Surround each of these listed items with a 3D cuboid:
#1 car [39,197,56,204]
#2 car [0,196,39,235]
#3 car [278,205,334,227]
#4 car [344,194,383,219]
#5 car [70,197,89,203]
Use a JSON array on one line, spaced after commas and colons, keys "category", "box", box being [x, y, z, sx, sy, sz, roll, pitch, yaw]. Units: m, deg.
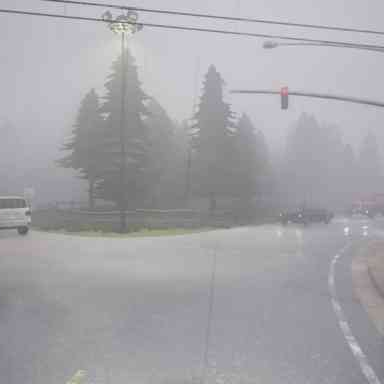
[{"category": "car", "box": [-20.987, 1.518, 46.442, 2.128, 1.511, 4.902, 0, 0, 9]}, {"category": "car", "box": [-10.800, 1.248, 18.121, 5.566, 2.045, 2.150, 0, 0, 42]}, {"category": "car", "box": [7.948, 1.601, 23.035, 4.718, 1.301, 1.895, 0, 0, -43]}, {"category": "car", "box": [15.906, 1.221, 30.029, 5.566, 2.045, 2.150, 0, 0, -41]}, {"category": "car", "box": [-16.701, 1.518, 50.782, 2.128, 1.511, 4.902, 0, 0, 12]}]
